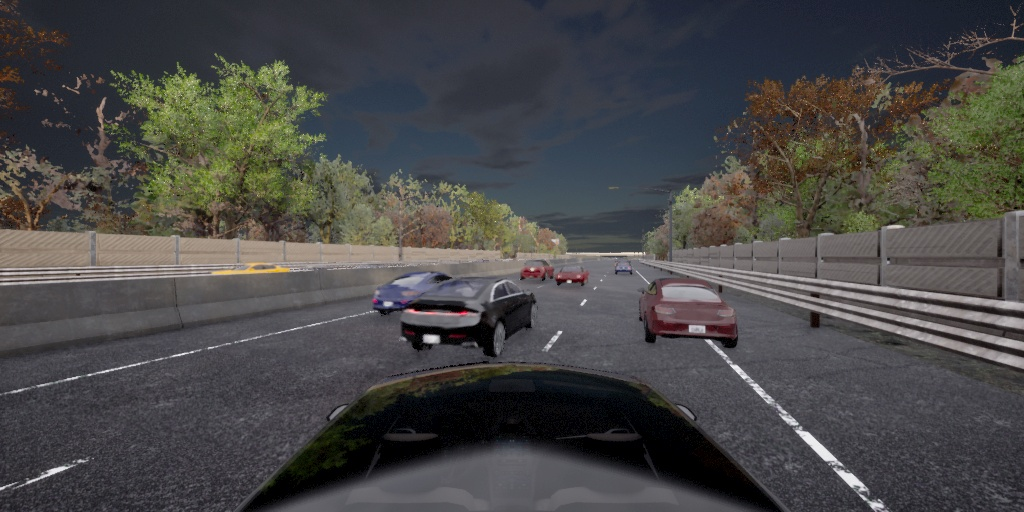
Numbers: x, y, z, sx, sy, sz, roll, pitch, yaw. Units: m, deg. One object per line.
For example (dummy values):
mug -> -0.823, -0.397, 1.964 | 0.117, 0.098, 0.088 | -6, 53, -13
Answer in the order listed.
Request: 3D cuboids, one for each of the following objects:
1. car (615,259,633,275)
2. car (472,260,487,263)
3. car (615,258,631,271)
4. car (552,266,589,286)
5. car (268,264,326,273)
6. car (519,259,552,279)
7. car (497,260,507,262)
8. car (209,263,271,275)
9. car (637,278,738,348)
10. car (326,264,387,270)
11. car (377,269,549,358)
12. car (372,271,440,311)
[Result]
car -> 12.659, 1.320, 40.629 | 2.033, 1.411, 5.357 | 0, 0, 17
car -> -5.784, 1.347, 64.677 | 2.033, 1.411, 5.357 | 0, 0, 17
car -> 15.623, 1.138, 50.556 | 2.097, 1.767, 4.553 | 0, 0, 17
car -> 4.370, 1.363, 25.337 | 1.895, 1.301, 4.718 | 0, 0, 17
car -> -14.131, 1.360, 25.332 | 1.895, 1.301, 4.718 | 0, 0, 17
car -> 2.231, 1.117, 30.329 | 2.097, 1.767, 4.553 | 0, 0, 17
car -> -2.027, 1.403, 64.997 | 1.895, 1.301, 4.718 | 0, 0, 17
car -> -17.966, 1.236, 24.752 | 1.882, 1.535, 5.008 | 0, 0, 17
car -> 4.328, 1.280, 9.289 | 1.812, 1.442, 4.674 | 0, 0, 17
car -> -10.308, 1.307, 25.878 | 2.033, 1.411, 5.357 | 0, 0, 17
car -> -0.707, 1.244, 8.630 | 2.128, 1.511, 4.902 | 0, 0, 17
car -> -3.055, 1.280, 12.980 | 1.812, 1.442, 4.674 | 0, 0, 17
